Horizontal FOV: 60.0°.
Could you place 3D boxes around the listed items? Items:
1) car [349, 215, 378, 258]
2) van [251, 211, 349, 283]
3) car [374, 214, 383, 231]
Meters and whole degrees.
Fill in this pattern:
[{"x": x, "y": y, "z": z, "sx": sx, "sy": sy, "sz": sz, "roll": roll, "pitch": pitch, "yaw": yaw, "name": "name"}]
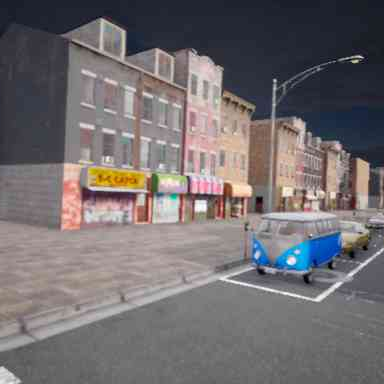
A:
[{"x": 6.518, "y": 1.830, "z": 14.347, "sx": 1.752, "sy": 1.417, "sz": 4.829, "roll": 2, "pitch": 0, "yaw": 37, "name": "car"}, {"x": 3.245, "y": 1.499, "z": 10.008, "sx": 1.690, "sy": 1.788, "sz": 3.998, "roll": 2, "pitch": 0, "yaw": 37, "name": "van"}, {"x": 13.385, "y": 2.194, "z": 23.432, "sx": 1.802, "sy": 1.307, "sz": 4.206, "roll": 2, "pitch": 0, "yaw": 37, "name": "car"}]
